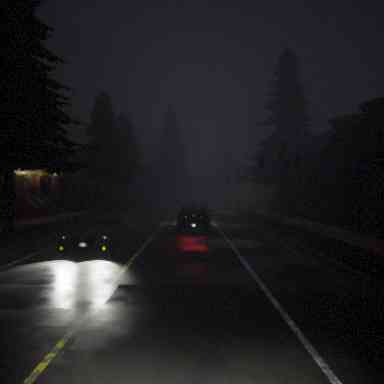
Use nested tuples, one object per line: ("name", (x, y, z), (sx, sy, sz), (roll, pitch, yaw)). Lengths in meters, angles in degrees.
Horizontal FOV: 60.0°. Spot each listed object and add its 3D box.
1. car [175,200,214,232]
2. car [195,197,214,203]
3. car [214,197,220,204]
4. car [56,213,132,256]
("car", (0.091, 1.466, 19.649), (1.837, 1.490, 4.892), (0, 0, 0))
("car", (1.143, 1.519, 40.826), (1.895, 1.301, 4.718), (0, 0, 10))
("car", (2.951, 1.489, 56.356), (1.895, 1.301, 4.718), (0, 0, 30))
("car", (-3.598, 1.538, 12.920), (1.994, 1.385, 4.181), (0, 0, 0))
